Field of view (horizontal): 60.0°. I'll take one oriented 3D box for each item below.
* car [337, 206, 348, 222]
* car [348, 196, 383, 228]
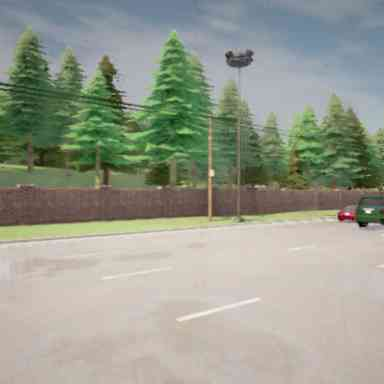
[{"bbox_3d":[13.304,1.623,26.149,4.181,1.385,1.994,0,0,-36],"label":"car"},{"bbox_3d":[12.722,1.275,21.432,5.566,2.045,2.150,0,0,-36],"label":"car"}]
